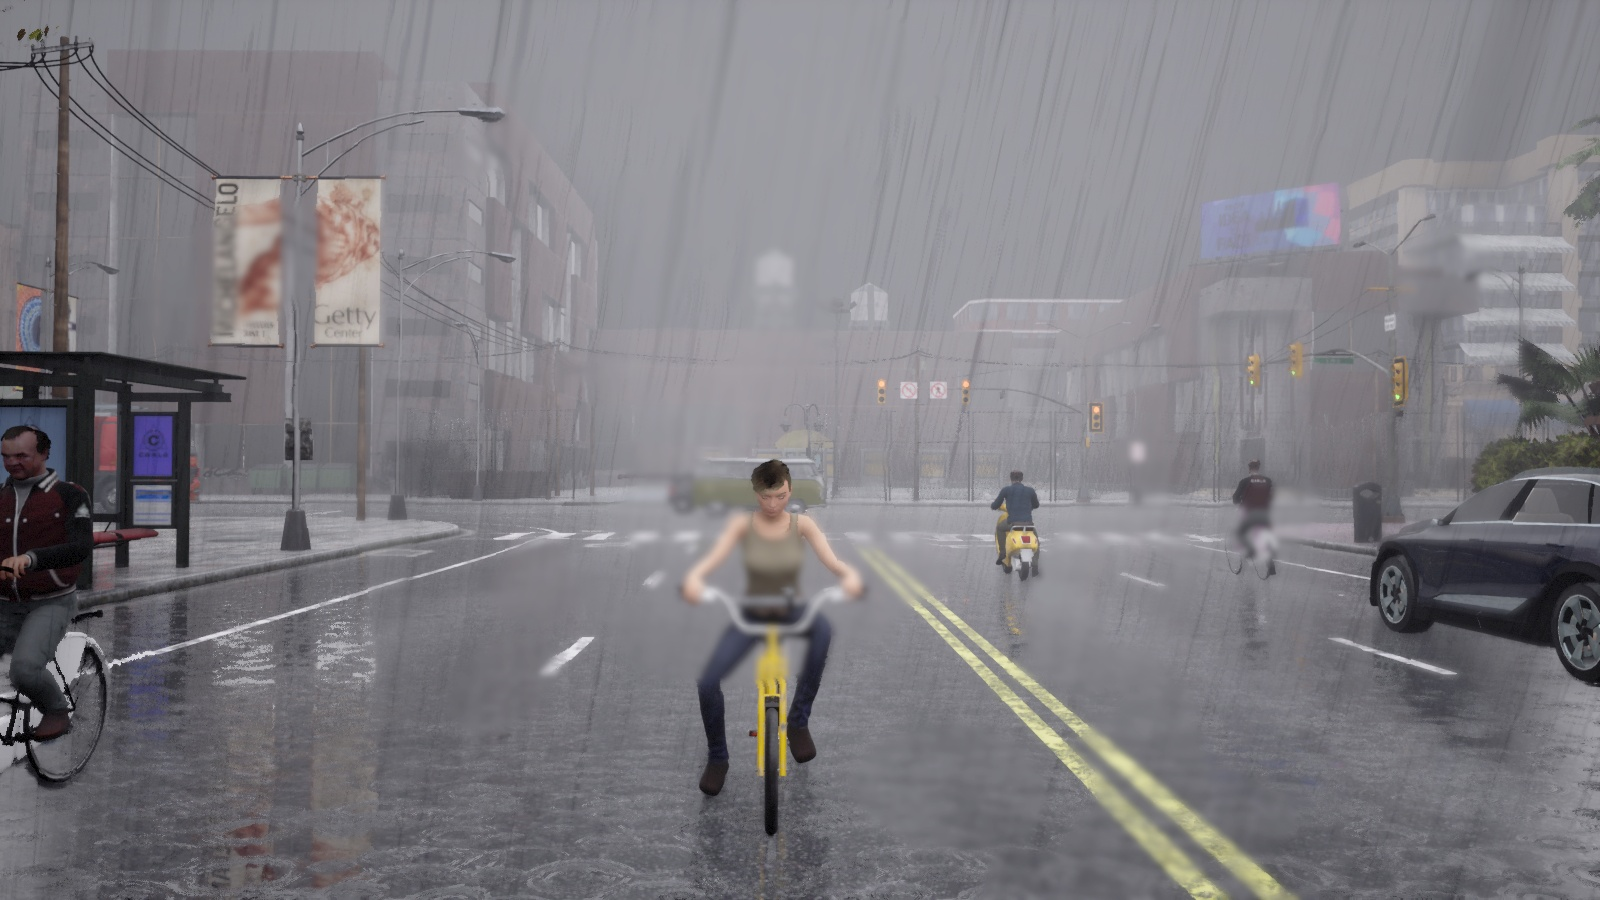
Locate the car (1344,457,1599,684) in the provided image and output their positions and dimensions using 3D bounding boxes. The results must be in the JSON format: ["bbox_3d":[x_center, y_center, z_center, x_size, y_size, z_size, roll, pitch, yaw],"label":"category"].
[{"bbox_3d":[6.807,0.900,10.864,2.033,1.649,4.856,0,-1,-1],"label":"car"}]

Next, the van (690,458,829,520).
[{"bbox_3d":[-1.290,1.261,41.103,4.442,1.987,1.775,0,-1,0],"label":"van"}]

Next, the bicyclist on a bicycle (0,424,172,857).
[{"bbox_3d":[-3.621,0.795,5.670,0.659,1.776,1.843,0,-1,-1],"label":"bicyclist on a bicycle"}]

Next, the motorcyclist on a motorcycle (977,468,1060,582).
[{"bbox_3d":[3.196,1.066,18.522,0.866,1.590,1.817,0,-1,-1],"label":"motorcyclist on a motorcycle"}]

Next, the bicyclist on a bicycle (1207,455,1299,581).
[{"bbox_3d":[6.694,0.971,18.659,0.659,1.776,1.843,0,-1,-1],"label":"bicyclist on a bicycle"}]

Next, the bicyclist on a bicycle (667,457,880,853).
[{"bbox_3d":[-0.120,0.850,5.896,0.866,1.612,1.509,0,-1,-1],"label":"bicyclist on a bicycle"}]

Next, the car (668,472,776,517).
[{"bbox_3d":[-2.729,1.551,44.592,3.705,1.549,1.789,0,-1,0],"label":"car"}]

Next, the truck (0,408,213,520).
[{"bbox_3d":[-25.715,0.498,44.487,8.468,3.827,2.891,0,-1,0],"label":"truck"}]
